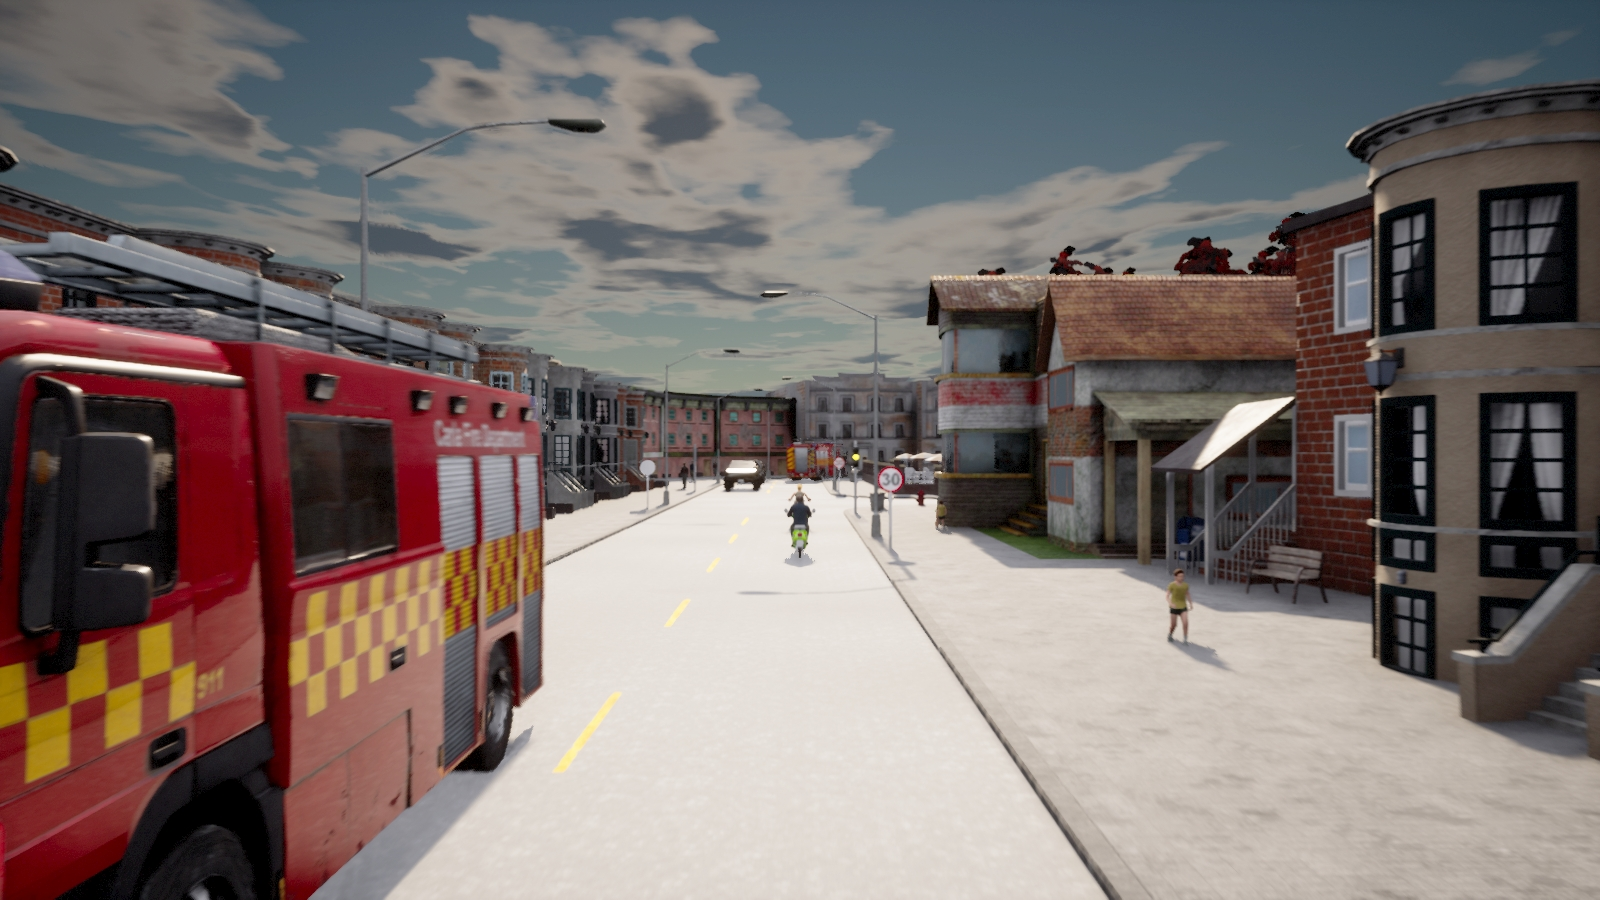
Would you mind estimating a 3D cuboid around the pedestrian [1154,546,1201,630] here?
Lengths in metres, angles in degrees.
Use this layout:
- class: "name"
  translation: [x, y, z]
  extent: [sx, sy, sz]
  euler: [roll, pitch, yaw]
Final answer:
- class: "pedestrian"
  translation: [5.234, 1.903, 15.844]
  extent: [0.500, 1.100, 0.500]
  euler: [0, 0, 2]

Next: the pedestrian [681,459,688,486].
- class: "pedestrian"
  translation: [-7.849, 1.525, 77.573]
  extent: [0.375, 1.860, 0.375]
  euler: [0, 0, 11]

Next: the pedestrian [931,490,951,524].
- class: "pedestrian"
  translation: [4.690, 1.905, 37.995]
  extent: [0.500, 1.100, 0.500]
  euler: [0, 0, -13]

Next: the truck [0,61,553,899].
- class: "truck"
  translation: [-4.006, 0.670, 7.602]
  extent: [2.891, 3.827, 8.468]
  euler: [0, 0, 0]
